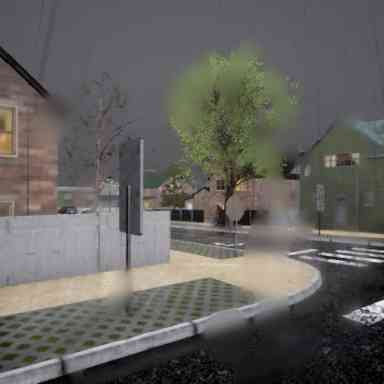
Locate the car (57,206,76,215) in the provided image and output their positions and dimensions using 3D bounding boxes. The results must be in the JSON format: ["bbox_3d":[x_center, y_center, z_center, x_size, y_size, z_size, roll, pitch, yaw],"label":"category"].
[{"bbox_3d":[-19.878,3.293,53.094,2.150,2.045,5.566,1,-3,-35],"label":"car"}]

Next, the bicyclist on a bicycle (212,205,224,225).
[{"bbox_3d":[2.225,1.825,26.717,1.656,1.620,0.582,-2,1,-35],"label":"bicyclist on a bicycle"}]

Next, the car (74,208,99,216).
[{"bbox_3d":[-13.813,3.134,44.513,1.882,1.535,5.008,1,-3,-35],"label":"car"}]
